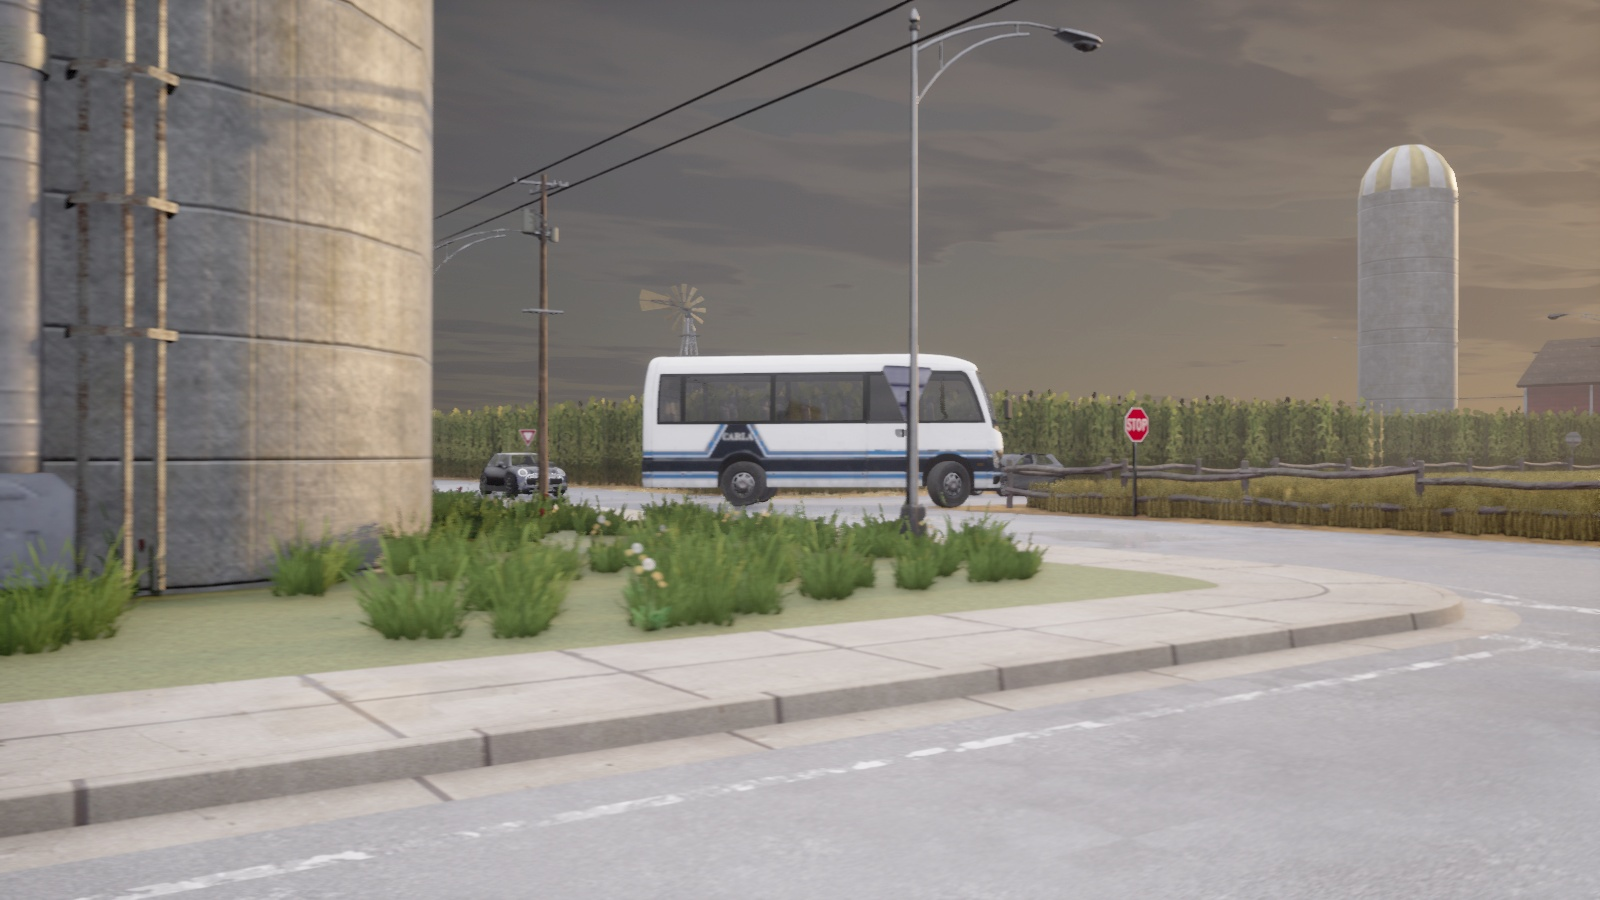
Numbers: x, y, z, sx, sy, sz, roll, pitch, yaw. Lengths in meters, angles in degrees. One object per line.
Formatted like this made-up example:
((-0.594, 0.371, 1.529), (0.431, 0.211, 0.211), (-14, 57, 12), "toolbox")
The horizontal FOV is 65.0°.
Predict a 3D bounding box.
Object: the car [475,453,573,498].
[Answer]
((-9.409, 0.829, 42.583), (1.970, 1.475, 3.806), (0, 0, -34), "car")

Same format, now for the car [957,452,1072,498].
((7.457, 0.840, 43.578), (3.633, 1.501, 1.845), (0, 0, -34), "car")

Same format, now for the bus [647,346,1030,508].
((1.187, -0.562, 35.583), (10.273, 4.253, 3.944), (0, 0, 8), "bus")
